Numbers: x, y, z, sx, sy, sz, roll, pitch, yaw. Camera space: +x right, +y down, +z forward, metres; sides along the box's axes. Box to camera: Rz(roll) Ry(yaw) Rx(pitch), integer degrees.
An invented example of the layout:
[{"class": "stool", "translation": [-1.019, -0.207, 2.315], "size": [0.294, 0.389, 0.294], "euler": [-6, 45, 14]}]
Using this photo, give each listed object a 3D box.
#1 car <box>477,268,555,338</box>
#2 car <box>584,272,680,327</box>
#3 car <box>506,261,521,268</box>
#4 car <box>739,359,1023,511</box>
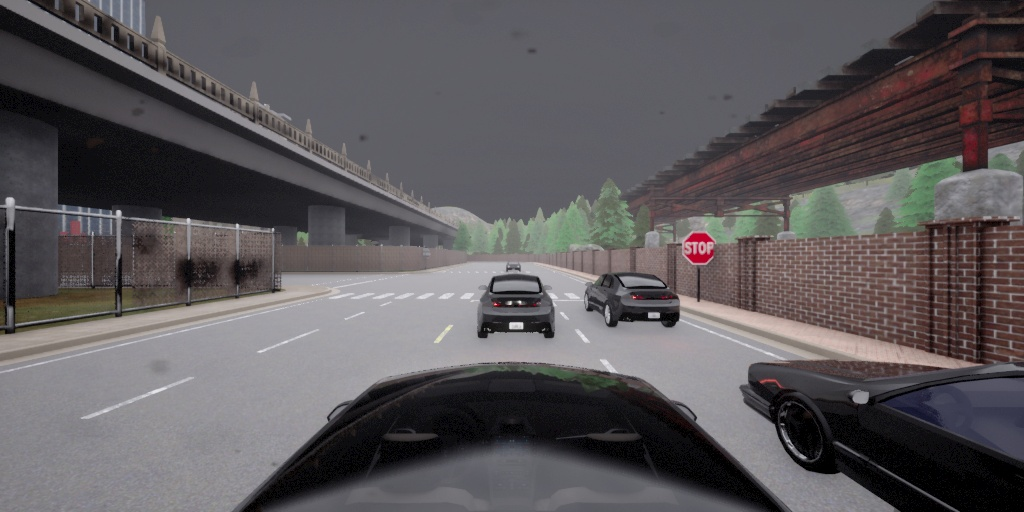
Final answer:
[{"class": "car", "translation": [0.096, 1.255, 10.126], "size": [1.837, 1.490, 4.892], "euler": [0, 0, 0]}, {"class": "car", "translation": [3.597, 1.255, 11.487], "size": [1.837, 1.490, 4.892], "euler": [0, 0, 0]}, {"class": "car", "translation": [0.168, 1.351, 46.372], "size": [1.895, 1.301, 4.718], "euler": [0, 0, -1]}, {"class": "car", "translation": [3.600, 1.297, 1.741], "size": [2.033, 1.411, 5.357], "euler": [0, 0, 0]}]
